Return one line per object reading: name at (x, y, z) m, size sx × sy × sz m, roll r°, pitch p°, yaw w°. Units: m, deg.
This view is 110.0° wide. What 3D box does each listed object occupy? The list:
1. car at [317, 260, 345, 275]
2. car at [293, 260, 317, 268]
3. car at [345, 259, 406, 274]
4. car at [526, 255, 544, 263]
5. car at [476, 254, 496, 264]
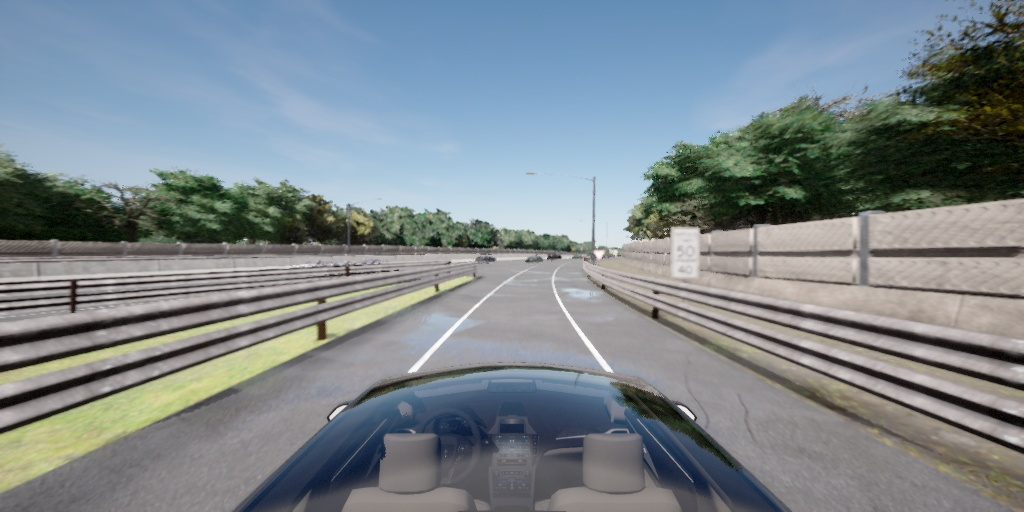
car at (-14.089, 1.036, 31.419) m, size 1.895 × 1.301 × 4.718 m, roll 1°, pitch 1°, yaw 24°
car at (-17.274, 0.988, 32.869) m, size 1.895 × 1.301 × 4.718 m, roll 1°, pitch 1°, yaw 24°
car at (-10.912, 0.976, 29.945) m, size 2.128 × 1.511 × 4.902 m, roll 1°, pitch 1°, yaw 24°
car at (4.069, 0.490, 62.854) m, size 1.994 × 1.385 × 4.181 m, roll 1°, pitch 1°, yaw 25°
car at (-4.347, 0.480, 61.252) m, size 2.128 × 1.511 × 4.902 m, roll 1°, pitch 1°, yaw 24°
